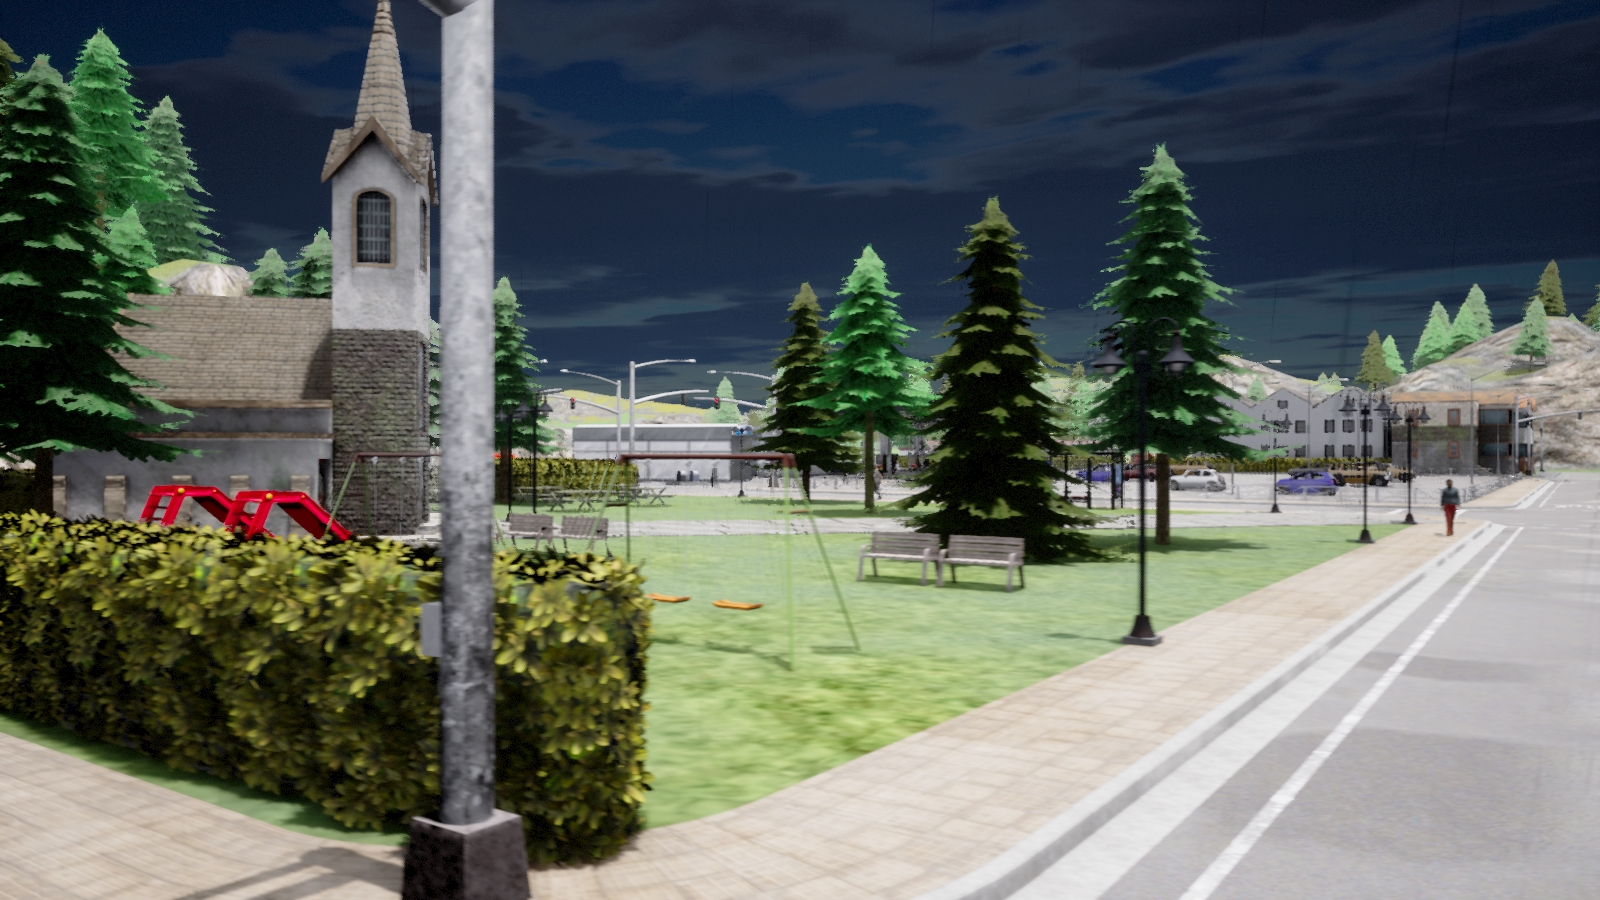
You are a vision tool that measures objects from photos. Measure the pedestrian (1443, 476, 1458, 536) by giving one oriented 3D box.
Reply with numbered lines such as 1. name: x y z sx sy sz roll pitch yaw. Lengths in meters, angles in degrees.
1. pedestrian: 20.229 1.737 35.543 0.375 1.860 0.375 0 0 36

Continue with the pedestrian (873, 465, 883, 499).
1. pedestrian: 4.242 1.747 62.101 0.375 1.860 0.375 0 0 35
